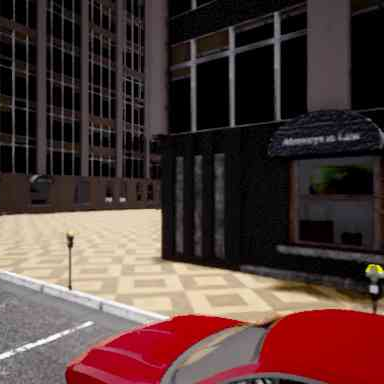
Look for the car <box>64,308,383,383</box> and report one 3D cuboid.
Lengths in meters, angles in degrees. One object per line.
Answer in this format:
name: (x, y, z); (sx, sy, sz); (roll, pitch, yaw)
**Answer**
car: (0.950, 1.544, 2.196); (4.507, 1.381, 1.887); (0, 0, 35)
